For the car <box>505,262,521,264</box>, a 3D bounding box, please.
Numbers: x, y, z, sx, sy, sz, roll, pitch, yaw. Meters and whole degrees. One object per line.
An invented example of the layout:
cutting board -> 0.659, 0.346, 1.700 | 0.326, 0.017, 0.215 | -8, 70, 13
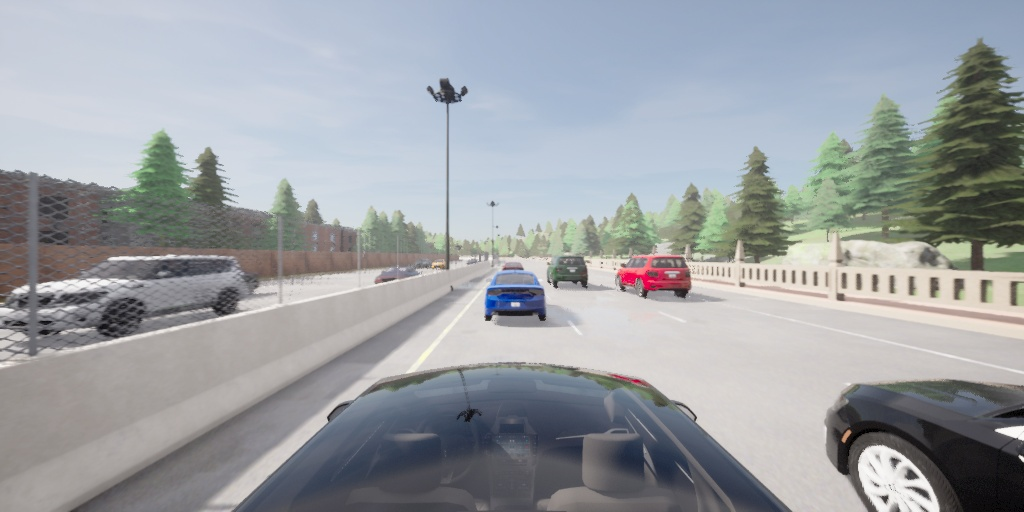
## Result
car -> 0.105, 1.238, 31.049 | 1.882, 1.535, 5.008 | 0, 0, 0

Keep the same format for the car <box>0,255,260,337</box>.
car -> -10.599, 0.975, 10.614 | 2.150, 2.045, 5.566 | 0, 0, 0

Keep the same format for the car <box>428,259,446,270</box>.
car -> -10.577, 1.246, 53.358 | 1.882, 1.535, 5.008 | 0, 0, 0

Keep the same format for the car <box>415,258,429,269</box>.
car -> -14.102, 1.122, 56.889 | 2.097, 1.767, 4.553 | 0, 0, 0

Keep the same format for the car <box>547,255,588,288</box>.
car -> 3.604, 0.980, 23.995 | 2.150, 2.045, 5.566 | 0, 0, 0

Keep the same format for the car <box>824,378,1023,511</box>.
car -> 3.600, 1.255, 1.057 | 1.837, 1.490, 4.892 | 0, 0, 0

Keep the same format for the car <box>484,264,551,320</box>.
car -> 0.102, 1.232, 12.679 | 1.882, 1.535, 5.008 | 0, 0, 0

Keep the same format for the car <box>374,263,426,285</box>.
car -> -7.096, 1.321, 22.535 | 1.994, 1.385, 4.181 | 0, 0, 0

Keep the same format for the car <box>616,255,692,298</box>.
car -> 7.103, 0.978, 18.546 | 2.150, 2.045, 5.566 | 0, 0, 0
